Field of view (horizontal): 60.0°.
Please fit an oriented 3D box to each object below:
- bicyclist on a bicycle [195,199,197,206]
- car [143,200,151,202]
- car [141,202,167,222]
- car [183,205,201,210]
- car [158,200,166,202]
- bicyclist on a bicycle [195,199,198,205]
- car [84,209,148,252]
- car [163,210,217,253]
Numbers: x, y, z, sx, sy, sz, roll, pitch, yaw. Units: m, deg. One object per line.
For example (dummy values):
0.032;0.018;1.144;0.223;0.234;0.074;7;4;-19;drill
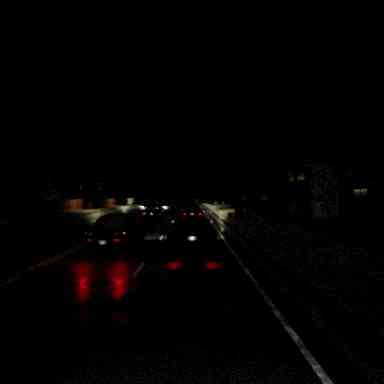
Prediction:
0.939;2.404;78.833;0.582;1.620;1.656;0;-1;0;bicyclist on a bicycle
-9.706;2.440;71.756;1.895;1.301;4.718;0;-1;0;car
-3.232;1.839;28.990;2.033;1.411;5.357;0;-1;0;car
0.019;1.839;28.986;2.033;1.411;5.357;0;-1;0;car
-6.456;2.441;71.754;1.895;1.301;4.718;0;-1;0;car
0.931;2.266;69.831;0.866;1.612;1.509;0;-1;0;bicyclist on a bicycle
-3.235;1.665;14.379;1.812;1.442;4.674;0;0;0;car
0.014;1.703;14.331;1.994;1.385;4.181;0;-1;0;car
